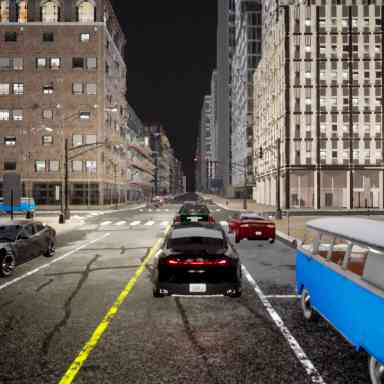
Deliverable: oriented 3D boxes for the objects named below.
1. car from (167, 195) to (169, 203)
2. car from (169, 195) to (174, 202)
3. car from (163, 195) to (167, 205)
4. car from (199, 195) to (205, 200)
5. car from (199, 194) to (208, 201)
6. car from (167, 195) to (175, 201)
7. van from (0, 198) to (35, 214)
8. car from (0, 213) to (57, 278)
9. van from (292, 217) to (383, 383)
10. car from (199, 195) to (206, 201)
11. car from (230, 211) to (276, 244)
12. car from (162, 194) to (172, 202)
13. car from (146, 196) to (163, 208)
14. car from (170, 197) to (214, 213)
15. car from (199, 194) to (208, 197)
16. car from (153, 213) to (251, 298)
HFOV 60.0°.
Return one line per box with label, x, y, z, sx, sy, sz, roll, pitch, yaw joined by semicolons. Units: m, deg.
car;-5.629;1.562;59.541;1.802;1.307;4.206;1;0;0
car;-5.619;1.519;70.843;2.008;1.369;4.403;1;0;0
car;-5.632;1.426;53.890;1.967;1.590;4.097;1;0;0
car;2.780;1.524;93.441;1.802;1.307;4.206;1;0;0
car;2.773;1.396;82.139;1.967;1.590;4.097;1;0;0
car;-5.604;1.475;87.629;1.752;1.417;4.829;1;0;0
van;-19.704;1.525;37.120;3.998;1.788;1.690;0;0;1
car;-5.673;1.567;10.222;1.947;1.339;4.313;1;0;0
van;2.705;1.342;4.632;1.690;1.788;3.998;1;0;0
car;2.776;1.475;87.960;1.752;1.417;4.829;1;0;0
car;2.713;1.545;15.786;1.887;1.381;4.507;1;0;0
car;-5.612;1.402;76.495;1.967;1.590;4.097;1;0;0
car;-5.640;1.573;48.237;1.802;1.307;4.206;1;0;0
car;0.086;1.352;17.608;2.097;1.767;4.553;0;0;-1
car;2.751;1.531;59.532;2.008;1.369;4.403;1;0;0
car;0.108;1.506;8.515;1.837;1.490;4.892;0;0;0
